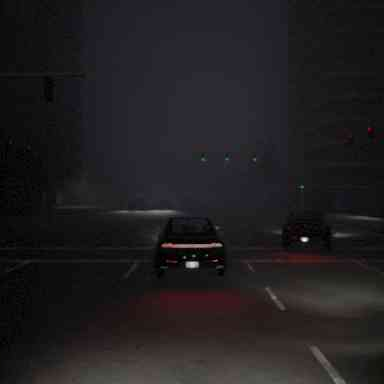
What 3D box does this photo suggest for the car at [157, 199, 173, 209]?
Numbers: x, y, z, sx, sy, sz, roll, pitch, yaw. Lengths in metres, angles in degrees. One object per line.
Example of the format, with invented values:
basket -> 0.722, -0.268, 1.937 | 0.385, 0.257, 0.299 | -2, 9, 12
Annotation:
car -> -3.560, 1.607, 44.939 | 1.895, 1.301, 4.718 | 0, 0, 1

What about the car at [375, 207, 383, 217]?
car -> 18.632, 1.530, 29.277 | 4.674, 1.442, 1.812 | 0, 0, 0

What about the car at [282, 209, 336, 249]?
car -> 5.184, 1.508, 14.666 | 1.837, 1.490, 4.892 | -1, 0, 24

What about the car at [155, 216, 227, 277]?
car -> -0.114, 1.493, 10.225 | 2.128, 1.511, 4.902 | 0, 0, -3

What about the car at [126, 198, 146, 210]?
car -> -7.073, 1.511, 42.301 | 1.837, 1.490, 4.892 | 0, 0, 0

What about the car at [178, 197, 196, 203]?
car -> -1.112, 1.597, 66.890 | 1.895, 1.301, 4.718 | 0, 0, -27
